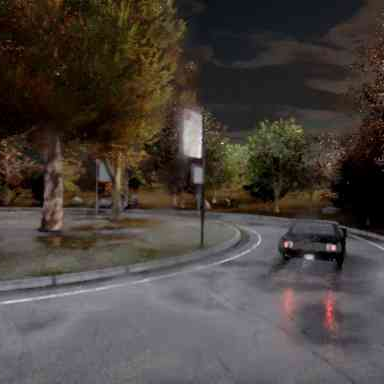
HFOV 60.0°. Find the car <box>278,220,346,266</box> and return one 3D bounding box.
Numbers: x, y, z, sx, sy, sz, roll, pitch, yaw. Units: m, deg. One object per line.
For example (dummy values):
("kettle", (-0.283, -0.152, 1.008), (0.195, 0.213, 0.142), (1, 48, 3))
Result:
("car", (4.452, 1.652, 11.882), (1.895, 1.301, 4.718), (1, 0, 26))

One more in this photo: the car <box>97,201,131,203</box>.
("car", (-8.523, 1.136, 35.398), (4.181, 1.385, 1.994), (1, 0, 7))
